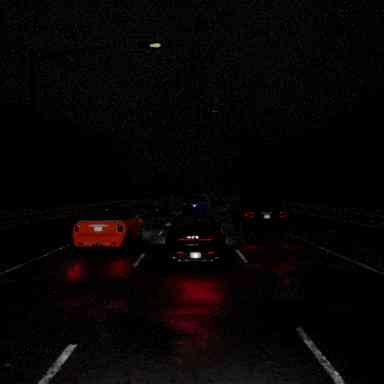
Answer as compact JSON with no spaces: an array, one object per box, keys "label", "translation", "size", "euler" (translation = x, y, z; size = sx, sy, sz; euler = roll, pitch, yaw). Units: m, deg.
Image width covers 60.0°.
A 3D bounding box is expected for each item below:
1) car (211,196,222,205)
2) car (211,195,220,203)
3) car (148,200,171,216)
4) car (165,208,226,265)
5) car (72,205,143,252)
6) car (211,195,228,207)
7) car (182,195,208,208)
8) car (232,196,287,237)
[{"label":"car","translation":[4.893,1.629,65.805],"size":[2.097,1.767,4.553],"euler":[0,0,3]},{"label":"car","translation":[5.855,1.654,81.725],"size":[2.150,2.045,5.566],"euler":[0,-1,4]},{"label":"car","translation":[-3.187,1.551,33.379],"size":[1.882,1.535,5.008],"euler":[0,0,1]},{"label":"car","translation":[0.101,1.516,11.690],"size":[1.837,1.490,4.892],"euler":[0,0,0]},{"label":"car","translation":[-3.394,1.368,14.176],"size":[2.097,1.767,4.553],"euler":[0,0,0]},{"label":"car","translation":[4.335,1.536,53.921],"size":[2.097,1.767,4.553],"euler":[0,0,2]},{"label":"car","translation":[0.269,1.287,31.179],"size":[2.150,2.045,5.566],"euler":[0,0,1]},{"label":"car","translation":[3.516,1.235,18.169],"size":[2.150,2.045,5.566],"euler":[0,0,0]}]
